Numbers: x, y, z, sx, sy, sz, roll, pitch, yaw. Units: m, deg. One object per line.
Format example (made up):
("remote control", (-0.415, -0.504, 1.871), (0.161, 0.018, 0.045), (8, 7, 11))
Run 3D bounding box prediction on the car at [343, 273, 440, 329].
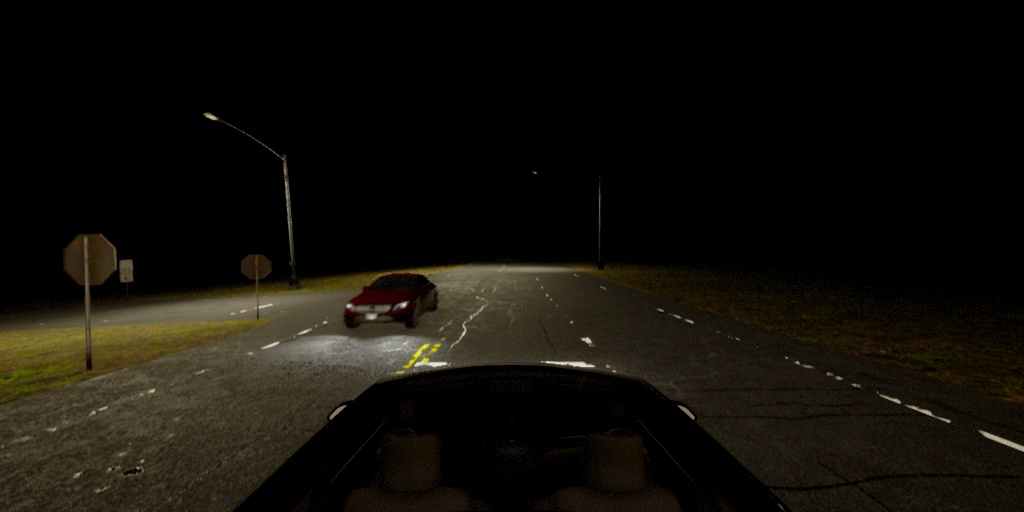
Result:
("car", (-3.519, 1.275, 11.313), (1.812, 1.442, 4.674), (-1, -1, 0))
